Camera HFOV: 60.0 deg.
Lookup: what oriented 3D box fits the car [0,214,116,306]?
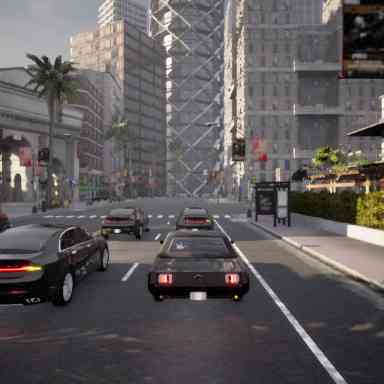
[{"bbox_3d":[-3.370,1.505,8.004,1.837,1.490,4.892,0,0,0],"label":"car"}]

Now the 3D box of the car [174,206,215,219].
[{"bbox_3d":[0.138,1.505,17.525,1.837,1.490,4.892,0,0,0],"label":"car"}]

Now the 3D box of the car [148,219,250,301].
[{"bbox_3d":[0.122,1.601,8.262,1.895,1.301,4.718,0,0,0],"label":"car"}]

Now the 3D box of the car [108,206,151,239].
[{"bbox_3d":[-3.361,1.505,17.410,1.837,1.490,4.892,0,0,0],"label":"car"}]

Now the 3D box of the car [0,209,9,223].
[{"bbox_3d":[-10.483,1.351,15.282,2.097,1.767,4.553,0,0,1],"label":"car"}]
